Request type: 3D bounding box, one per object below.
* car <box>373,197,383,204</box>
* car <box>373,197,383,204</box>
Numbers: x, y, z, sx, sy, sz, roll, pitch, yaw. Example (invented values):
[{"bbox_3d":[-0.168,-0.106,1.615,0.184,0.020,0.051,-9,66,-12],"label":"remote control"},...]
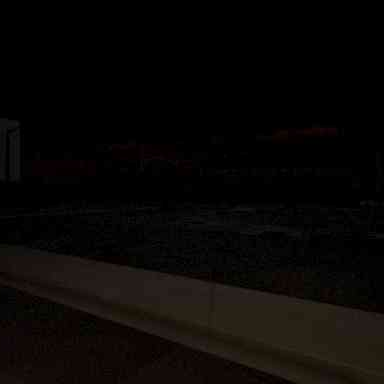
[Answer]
[{"bbox_3d":[37.505,1.734,65.343,2.038,1.542,4.974,1,1,6],"label":"car"},{"bbox_3d":[37.513,1.576,65.393,1.853,1.218,4.536,1,1,6],"label":"car"}]
